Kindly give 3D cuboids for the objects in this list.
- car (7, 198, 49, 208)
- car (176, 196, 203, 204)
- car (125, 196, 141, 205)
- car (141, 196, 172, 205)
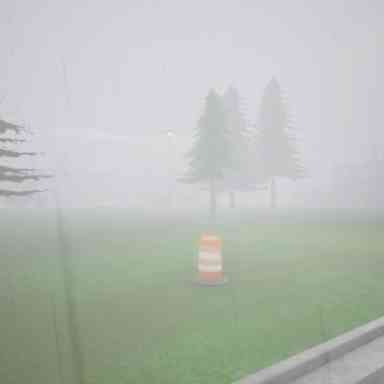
[{"bbox_3d":[-24.282,1.213,49.282,5.566,2.045,2.150,0,0,-36],"label":"car"},{"bbox_3d":[-0.487,1.464,61.560,4.902,1.511,2.128,0,0,-15],"label":"car"},{"bbox_3d":[-9.664,1.455,59.885,5.008,1.535,1.882,0,0,-36],"label":"car"},{"bbox_3d":[-5.766,1.469,58.324,4.902,1.511,2.128,0,0,-41],"label":"car"}]
